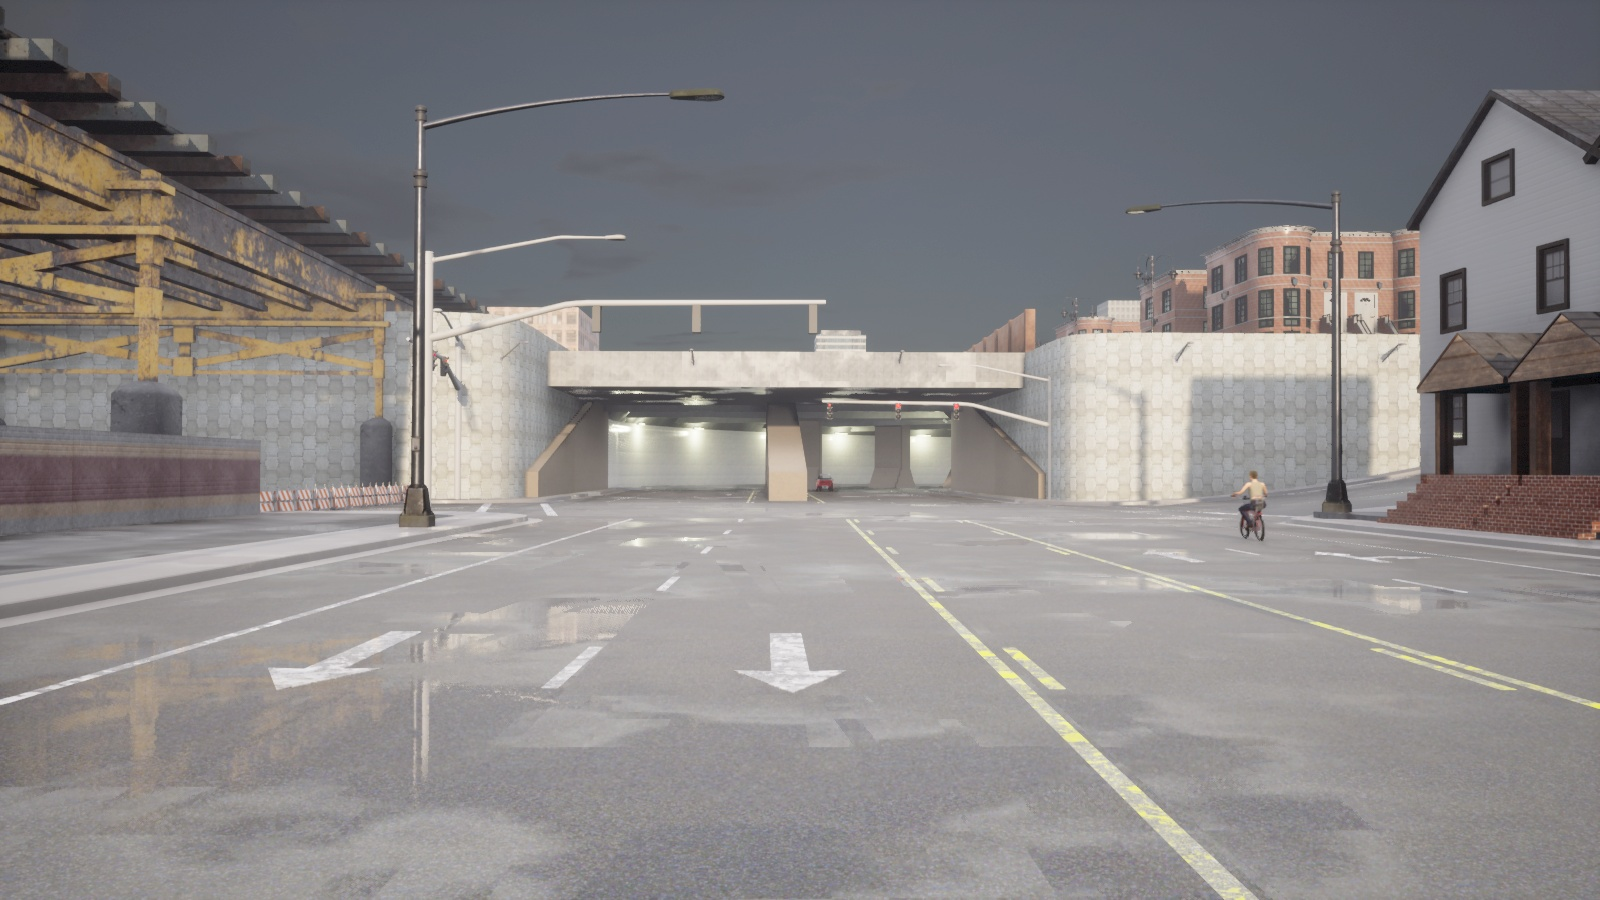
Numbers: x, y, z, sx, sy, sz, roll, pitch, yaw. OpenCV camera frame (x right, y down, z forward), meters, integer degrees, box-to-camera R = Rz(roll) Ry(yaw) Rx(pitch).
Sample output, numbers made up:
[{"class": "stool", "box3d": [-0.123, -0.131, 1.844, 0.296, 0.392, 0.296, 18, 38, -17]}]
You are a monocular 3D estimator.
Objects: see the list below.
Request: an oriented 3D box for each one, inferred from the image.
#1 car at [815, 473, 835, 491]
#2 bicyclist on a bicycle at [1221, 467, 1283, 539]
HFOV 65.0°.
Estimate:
[{"class": "car", "box3d": [1.946, 2.492, 97.292, 1.481, 1.376, 2.207, 0, -1, 1]}, {"class": "bicyclist on a bicycle", "box3d": [10.422, 1.195, 28.998, 0.866, 1.612, 1.509, 0, -1, 0]}]
